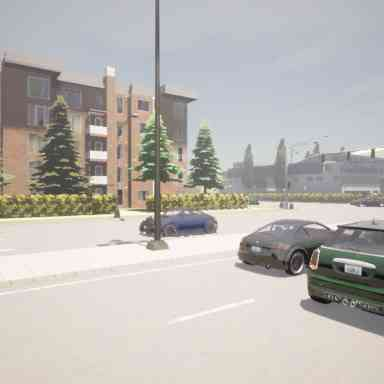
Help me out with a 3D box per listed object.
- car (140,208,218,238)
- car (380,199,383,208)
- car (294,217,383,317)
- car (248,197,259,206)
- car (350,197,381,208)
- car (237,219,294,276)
[{"bbox_3d":[-0.629,1.563,17.656,4.181,1.385,1.994,0,0,-35],"label":"car"},{"bbox_3d":[11.475,1.352,16.254,4.553,1.767,2.097,0,0,-36],"label":"car"},{"bbox_3d":[4.486,1.352,6.933,4.553,1.767,2.097,0,0,-36],"label":"car"},{"bbox_3d":[9.141,1.564,55.738,1.994,1.385,4.181,0,0,-35],"label":"car"},{"bbox_3d":[25.697,1.505,48.308,4.892,1.490,1.837,0,2,10],"label":"car"},{"bbox_3d":[3.425,1.564,10.467,4.181,1.385,1.994,0,0,-36],"label":"car"}]
